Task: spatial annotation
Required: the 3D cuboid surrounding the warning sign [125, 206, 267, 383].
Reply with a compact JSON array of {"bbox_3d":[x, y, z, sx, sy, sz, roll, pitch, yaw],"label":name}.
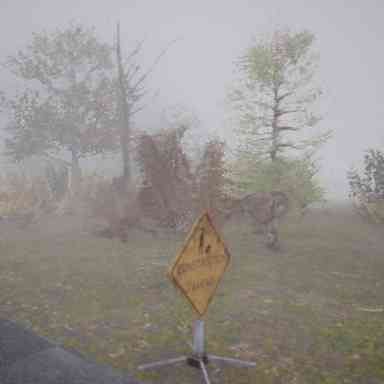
[{"bbox_3d":[0.093,1.121,3.887,1.060,1.860,1.300,1,0,35],"label":"warning sign"}]
